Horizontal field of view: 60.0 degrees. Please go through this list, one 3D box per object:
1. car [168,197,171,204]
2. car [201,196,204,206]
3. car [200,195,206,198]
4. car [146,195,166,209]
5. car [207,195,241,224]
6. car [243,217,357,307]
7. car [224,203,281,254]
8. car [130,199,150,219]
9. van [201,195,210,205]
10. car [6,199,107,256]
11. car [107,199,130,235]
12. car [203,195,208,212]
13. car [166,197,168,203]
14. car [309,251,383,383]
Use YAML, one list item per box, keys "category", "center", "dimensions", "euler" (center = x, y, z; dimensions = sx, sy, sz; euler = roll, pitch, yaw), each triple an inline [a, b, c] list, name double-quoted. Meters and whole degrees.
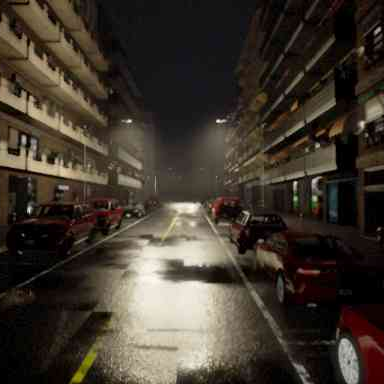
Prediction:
- category: "car"
  center: [-5.319, 1.719, 68.707]
  dimensions: [1.802, 1.307, 4.206]
  euler: [1, 0, 0]
- category: "car"
  center: [2.535, 1.643, 46.530]
  dimensions: [1.802, 1.307, 4.206]
  euler: [1, 0, 0]
- category: "car"
  center: [2.537, 1.410, 57.593]
  dimensions: [2.192, 1.841, 5.009]
  euler: [1, 0, 0]
- category: "car"
  center: [-5.305, 1.377, 46.583]
  dimensions: [2.192, 1.841, 5.009]
  euler: [1, 0, 0]
- category: "car"
  center: [2.548, 1.333, 24.404]
  dimensions: [2.192, 1.841, 5.009]
  euler: [1, 0, 0]
- category: "car"
  center: [2.582, 1.548, 7.810]
  dimensions: [1.887, 1.381, 4.507]
  euler: [1, 0, 0]
- category: "car"
  center: [2.590, 1.447, 13.342]
  dimensions: [1.967, 1.590, 4.097]
  euler: [1, 0, 0]
- category: "car"
  center: [-5.306, 1.592, 29.993]
  dimensions: [1.947, 1.339, 4.313]
  euler: [1, 0, 0]
- category: "van"
  center: [2.535, 1.456, 63.124]
  dimensions: [1.690, 1.788, 3.998]
  euler: [1, 0, 0]
- category: "car"
  center: [-5.295, 1.323, 13.400]
  dimensions: [2.192, 1.841, 5.009]
  euler: [1, 0, 0]
- category: "car"
  center: [-5.296, 1.327, 18.930]
  dimensions: [2.192, 1.841, 5.009]
  euler: [1, 0, 0]
- category: "car"
  center: [2.541, 1.476, 35.467]
  dimensions: [1.967, 1.590, 4.097]
  euler: [1, 0, 0]
- category: "car"
  center: [-5.313, 1.623, 52.114]
  dimensions: [1.887, 1.381, 4.507]
  euler: [1, 0, 0]
- category: "car"
  center: [2.583, 1.545, 2.280]
  dimensions: [1.887, 1.381, 4.507]
  euler: [1, 0, 0]
